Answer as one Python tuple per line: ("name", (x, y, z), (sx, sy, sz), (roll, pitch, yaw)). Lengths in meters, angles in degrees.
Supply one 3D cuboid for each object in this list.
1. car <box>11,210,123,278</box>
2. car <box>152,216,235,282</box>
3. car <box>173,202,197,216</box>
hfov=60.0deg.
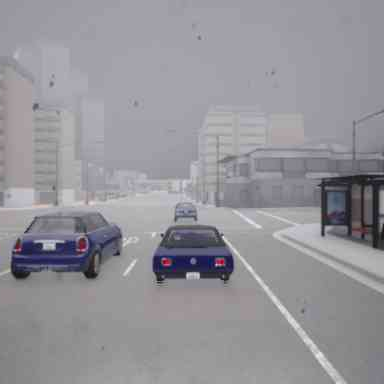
("car", (-3.517, 1.346, 10.260), (2.097, 1.767, 4.553), (0, 0, -1))
("car", (0.000, 1.595, 9.686), (1.895, 1.301, 4.718), (0, 0, -1))
("car", (-0.574, 1.555, 27.438), (2.033, 1.411, 5.357), (0, 0, -3))
